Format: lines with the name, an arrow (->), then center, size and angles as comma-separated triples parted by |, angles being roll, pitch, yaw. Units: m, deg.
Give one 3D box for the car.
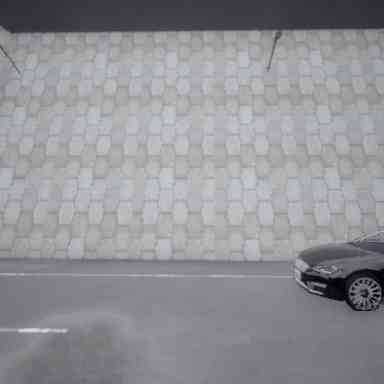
car -> 4.707, 1.492, 7.019 | 4.902, 1.511, 2.128 | 0, 0, 1
